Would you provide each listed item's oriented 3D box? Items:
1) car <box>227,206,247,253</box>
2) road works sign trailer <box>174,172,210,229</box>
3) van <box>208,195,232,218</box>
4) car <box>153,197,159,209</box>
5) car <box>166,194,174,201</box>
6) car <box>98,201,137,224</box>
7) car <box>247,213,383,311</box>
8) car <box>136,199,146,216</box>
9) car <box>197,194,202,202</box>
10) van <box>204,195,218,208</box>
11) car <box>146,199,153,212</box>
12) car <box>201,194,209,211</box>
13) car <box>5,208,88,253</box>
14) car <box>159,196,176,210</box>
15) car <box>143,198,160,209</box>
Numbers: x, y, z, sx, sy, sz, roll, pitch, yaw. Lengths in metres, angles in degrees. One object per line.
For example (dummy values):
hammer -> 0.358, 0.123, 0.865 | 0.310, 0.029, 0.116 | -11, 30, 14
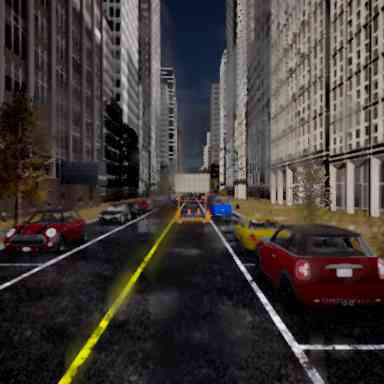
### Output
car -> 2.675, 1.530, 13.636 | 1.752, 1.417, 4.829 | -1, 0, 0
road works sign trailer -> 0.017, 0.472, 21.890 | 2.380, 3.560, 2.880 | 0, 0, 1
van -> 2.663, 1.352, 30.517 | 1.690, 1.788, 3.998 | -1, 0, 0
car -> -5.722, 1.565, 41.879 | 2.008, 1.369, 4.403 | -1, 0, 0
car -> -5.749, 1.468, 87.348 | 1.967, 1.590, 4.097 | -1, 0, 0
car -> -5.712, 1.559, 24.828 | 2.008, 1.369, 4.403 | -1, 0, 0
car -> 2.677, 1.443, 7.782 | 1.967, 1.590, 4.097 | -1, 0, 0
car -> -5.715, 1.576, 30.512 | 1.947, 1.339, 4.313 | -1, 0, 0
car -> 2.643, 1.574, 70.302 | 2.008, 1.369, 4.403 | -1, 0, 0
van -> 2.654, 1.358, 47.568 | 1.690, 1.788, 3.998 | -1, 0, 0
car -> -5.718, 1.557, 36.195 | 1.887, 1.381, 4.507 | -1, 0, 0
car -> 2.656, 1.330, 41.884 | 2.192, 1.841, 5.009 | -1, 0, 0
car -> -5.706, 1.445, 13.461 | 1.967, 1.590, 4.097 | -1, 0, 0
car -> -3.116, 1.563, 43.857 | 2.033, 1.411, 5.357 | 0, 0, 0
car -> -5.725, 1.598, 47.563 | 1.802, 1.307, 4.206 | -1, 0, 0
